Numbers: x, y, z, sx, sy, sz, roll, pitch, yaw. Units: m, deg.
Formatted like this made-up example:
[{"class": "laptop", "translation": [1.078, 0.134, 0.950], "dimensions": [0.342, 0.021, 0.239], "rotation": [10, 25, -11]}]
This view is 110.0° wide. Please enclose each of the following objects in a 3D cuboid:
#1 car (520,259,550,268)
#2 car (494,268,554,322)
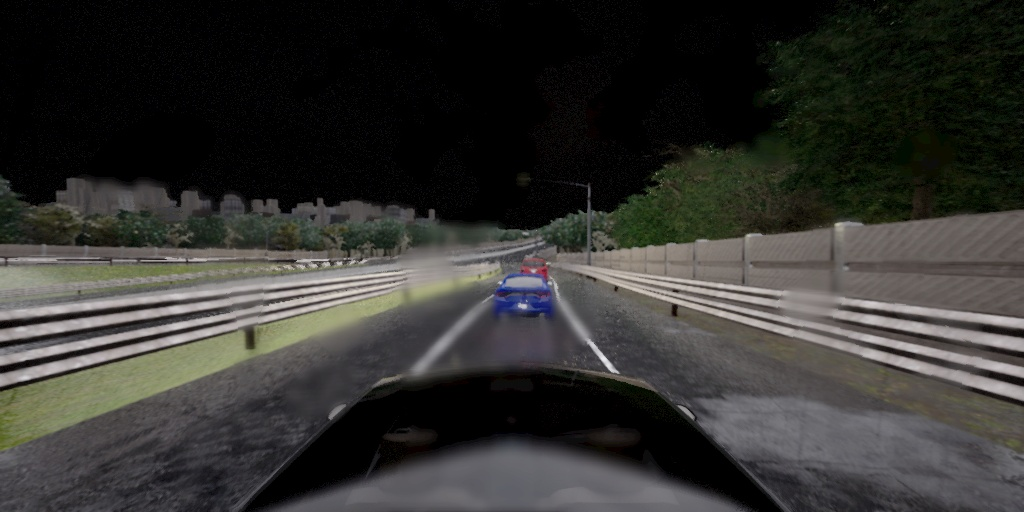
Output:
[{"class": "car", "translation": [1.809, 1.277, 28.565], "dimensions": [2.150, 2.045, 5.566], "rotation": [0, -1, 6]}, {"class": "car", "translation": [0.488, 1.356, 12.987], "dimensions": [1.882, 1.535, 5.008], "rotation": [0, -1, 3]}]
